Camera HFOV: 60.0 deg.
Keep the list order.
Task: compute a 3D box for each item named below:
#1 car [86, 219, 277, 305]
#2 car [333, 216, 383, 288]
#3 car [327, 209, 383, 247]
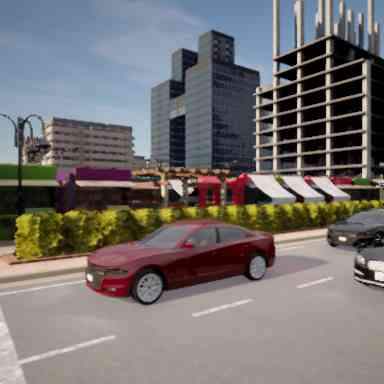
[{"bbox_3d":[-0.052,1.469,8.255,5.008,1.535,1.882,0,0,-36],"label":"car"},{"bbox_3d":[5.917,1.469,8.213,4.902,1.511,2.128,0,0,-35],"label":"car"},{"bbox_3d":[7.562,1.444,13.682,5.008,1.535,1.882,0,0,-35],"label":"car"}]
